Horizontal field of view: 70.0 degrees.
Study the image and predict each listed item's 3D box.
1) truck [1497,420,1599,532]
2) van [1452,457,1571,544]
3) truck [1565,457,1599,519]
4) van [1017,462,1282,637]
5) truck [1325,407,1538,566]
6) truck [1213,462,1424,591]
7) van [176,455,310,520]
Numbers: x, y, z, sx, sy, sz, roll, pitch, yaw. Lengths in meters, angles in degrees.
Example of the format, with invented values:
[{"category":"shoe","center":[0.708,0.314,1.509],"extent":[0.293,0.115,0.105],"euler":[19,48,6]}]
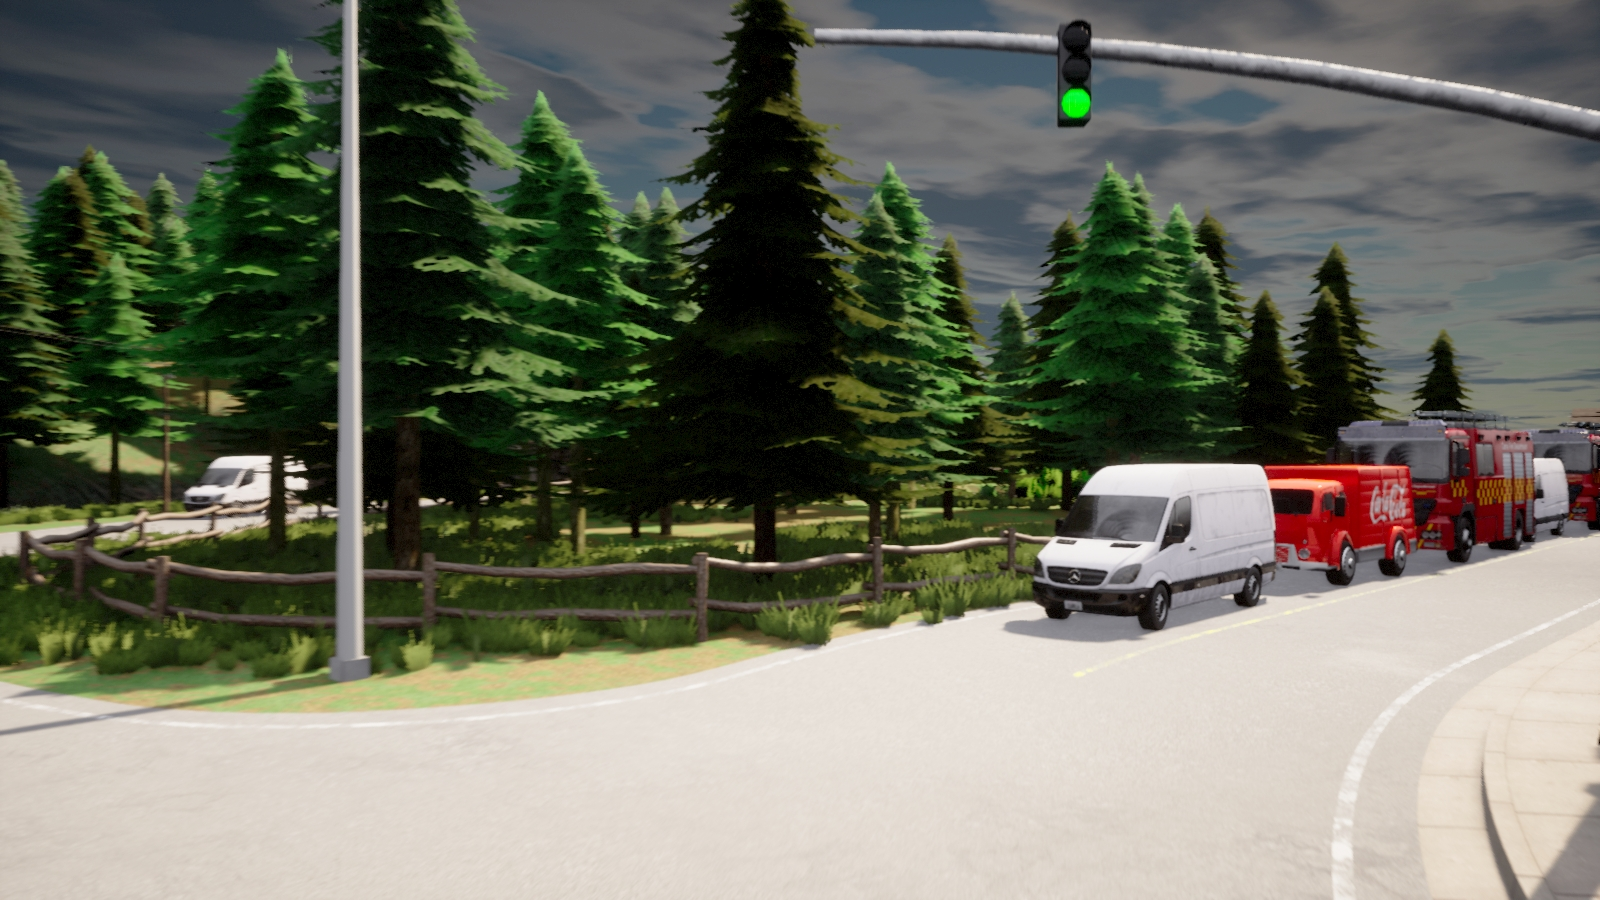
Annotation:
[{"category":"truck","center":[28.955,0.880,42.827],"extent":[8.468,3.827,2.891],"euler":[0,0,-45]},{"category":"van","center":[23.058,1.526,36.916],"extent":[1.988,2.561,5.915],"euler":[0,0,45]},{"category":"truck","center":[34.539,1.560,48.277],"extent":[5.204,2.467,2.627],"euler":[0,0,-44]},{"category":"van","center":[6.260,1.514,19.920],"extent":[1.988,2.561,5.915],"euler":[0,0,43]},{"category":"truck","center":[17.510,0.879,31.363],"extent":[2.891,3.827,8.468],"euler":[0,0,45]},{"category":"truck","center":[11.639,1.547,25.451],"extent":[2.627,2.467,5.204],"euler":[0,0,45]},{"category":"van","center":[-23.637,1.523,48.818],"extent":[1.988,2.561,5.915],"euler":[0,0,11]}]
